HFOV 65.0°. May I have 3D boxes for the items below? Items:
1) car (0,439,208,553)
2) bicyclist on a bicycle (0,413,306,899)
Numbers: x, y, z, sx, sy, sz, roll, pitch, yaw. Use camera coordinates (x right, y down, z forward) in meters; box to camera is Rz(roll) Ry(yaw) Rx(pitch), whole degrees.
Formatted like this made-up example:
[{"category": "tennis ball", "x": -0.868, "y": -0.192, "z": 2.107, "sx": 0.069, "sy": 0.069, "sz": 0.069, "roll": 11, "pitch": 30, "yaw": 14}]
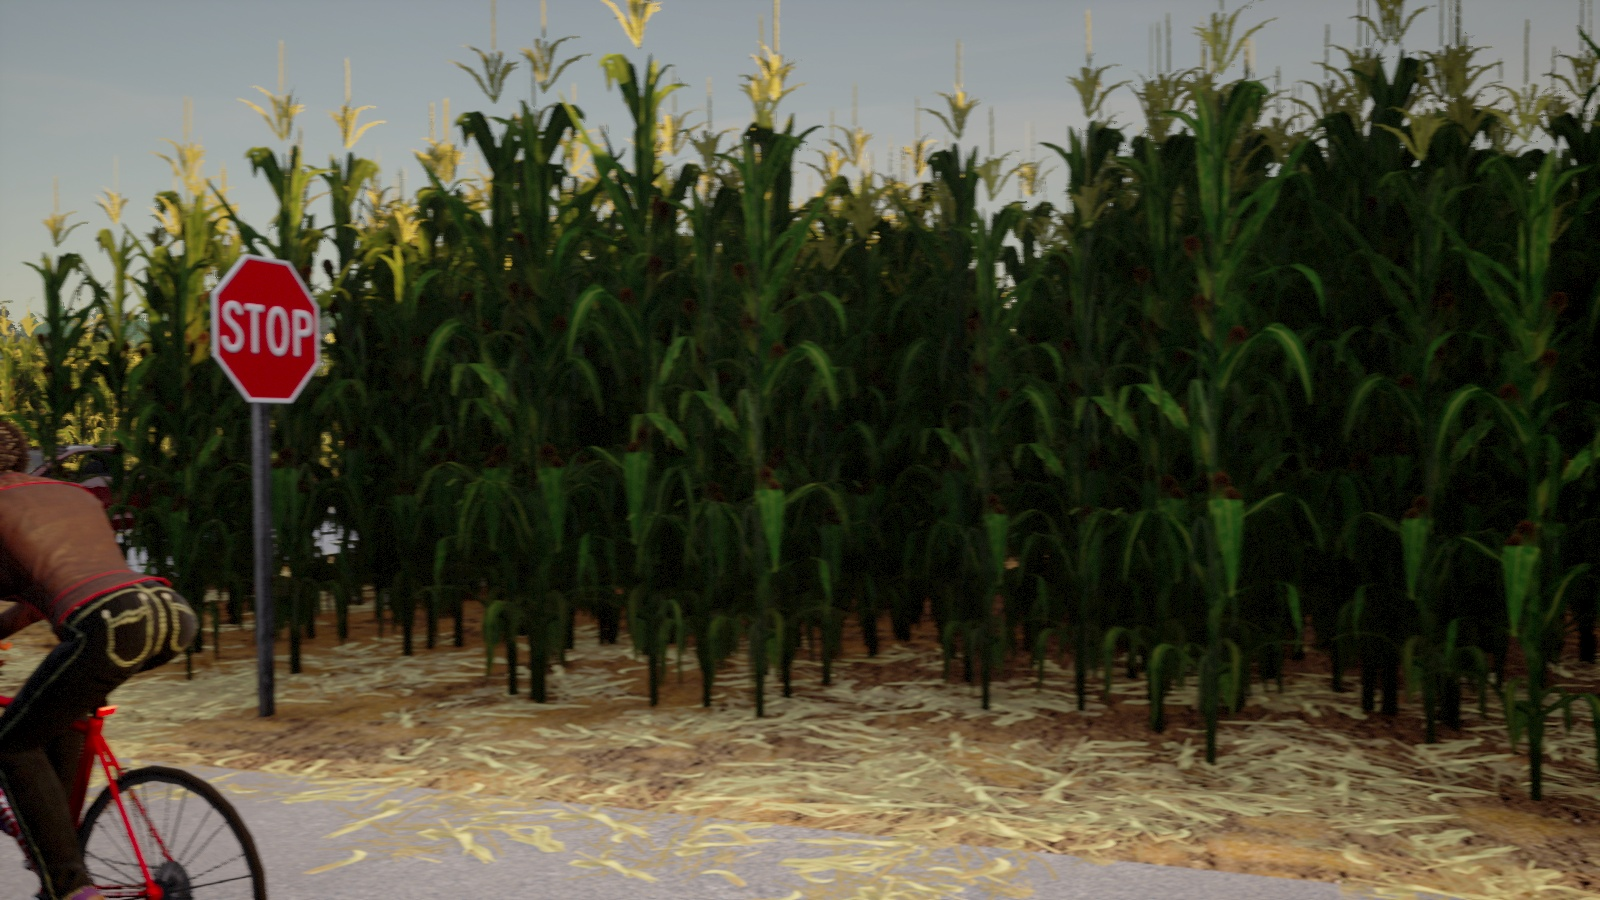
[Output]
[{"category": "car", "x": -10.892, "y": 0.591, "z": 18.128, "sx": 1.816, "sy": 1.474, "sz": 4.193, "roll": 0, "pitch": 1, "yaw": 19}, {"category": "bicyclist on a bicycle", "x": -2.295, "y": 0.719, "z": 3.581, "sx": 1.656, "sy": 1.620, "sz": 0.582, "roll": 0, "pitch": 1, "yaw": 19}]
